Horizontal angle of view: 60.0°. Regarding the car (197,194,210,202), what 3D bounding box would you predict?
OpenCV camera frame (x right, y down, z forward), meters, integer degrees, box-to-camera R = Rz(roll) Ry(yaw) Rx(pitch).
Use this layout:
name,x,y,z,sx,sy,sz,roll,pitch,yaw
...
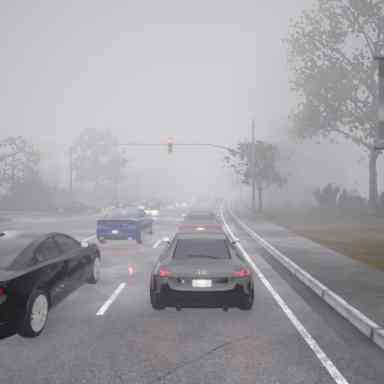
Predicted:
name,x,y,z,sx,sy,sz,roll,pitch,yaw
car,2.283,1.469,74.376,1.882,1.535,5.008,0,0,9

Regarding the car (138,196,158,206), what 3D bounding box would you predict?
name,x,y,z,sx,sy,sz,roll,pitch,yaw
car,-7.325,1.490,55.742,2.128,1.511,4.902,0,0,7

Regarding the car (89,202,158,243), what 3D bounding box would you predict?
name,x,y,z,sx,sy,sz,roll,pitch,yaw
car,-3.068,1.477,16.054,1.882,1.535,5.008,0,0,2

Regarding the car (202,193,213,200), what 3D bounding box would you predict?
name,x,y,z,sx,sy,sz,roll,pitch,yaw
car,3.958,1.203,84.577,2.097,1.767,4.553,0,0,10

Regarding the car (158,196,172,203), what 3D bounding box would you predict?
name,x,y,z,sx,sy,sz,roll,pitch,yaw
car,-5.543,1.559,69.304,1.994,1.385,4.181,0,0,8

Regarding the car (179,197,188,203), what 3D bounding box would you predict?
name,x,y,z,sx,sy,sz,roll,pitch,yaw
car,-1.994,1.599,69.400,1.895,1.301,4.718,0,0,8

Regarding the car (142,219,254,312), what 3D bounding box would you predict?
name,x,y,z,sx,sy,sz,roll,pitch,yaw
car,0.216,1.564,7.817,1.994,1.385,4.181,0,0,1

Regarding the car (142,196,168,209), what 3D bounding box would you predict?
name,x,y,z,sx,sy,sz,roll,pitch,yaw
car,-4.960,1.490,44.558,2.128,1.511,4.902,0,0,5

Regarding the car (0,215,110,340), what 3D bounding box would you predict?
name,x,y,z,sx,sy,sz,roll,pitch,yaw
car,-3.303,1.477,6.655,1.882,1.535,5.008,0,0,1

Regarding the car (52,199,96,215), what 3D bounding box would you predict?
name,x,y,z,sx,sy,sz,roll,pitch,yaw
car,-11.363,1.503,33.148,4.892,1.490,1.837,0,0,-3

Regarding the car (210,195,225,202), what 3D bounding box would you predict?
name,x,y,z,sx,sy,sz,roll,pitch,yaw
car,5.813,1.470,74.296,1.882,1.535,5.008,0,0,9

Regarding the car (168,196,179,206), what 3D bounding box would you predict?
name,x,y,z,sx,sy,sz,roll,pitch,yaw
car,-3.868,1.503,55.190,1.837,1.490,4.892,0,0,7

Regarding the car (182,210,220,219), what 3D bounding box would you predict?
name,x,y,z,sx,sy,sz,roll,pitch,yaw
car,0.440,1.563,16.218,1.994,1.385,4.181,0,0,2

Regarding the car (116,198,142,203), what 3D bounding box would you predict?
name,x,y,z,sx,sy,sz,roll,pitch,yaw
car,-8.572,1.490,43.477,2.128,1.511,4.902,0,0,5
